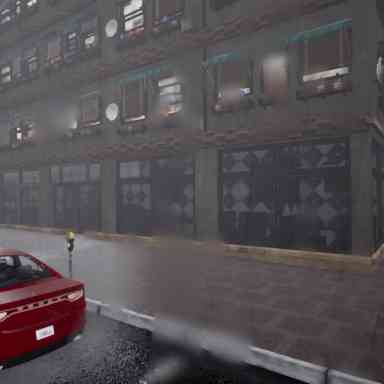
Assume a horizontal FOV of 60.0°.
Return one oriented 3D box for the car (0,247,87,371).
[{"bbox_3d":[-3.569,1.546,5.274,4.507,1.381,1.887,0,-1,35],"label":"car"}]
